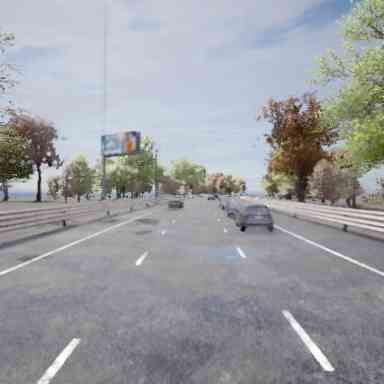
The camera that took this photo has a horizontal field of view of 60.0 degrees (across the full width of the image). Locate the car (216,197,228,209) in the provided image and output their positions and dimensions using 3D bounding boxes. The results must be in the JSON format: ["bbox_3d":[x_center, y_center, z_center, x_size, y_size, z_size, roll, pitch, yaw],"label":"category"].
[{"bbox_3d":[4.505,1.651,42.604,1.895,1.301,4.718,0,0,-1],"label":"car"}]

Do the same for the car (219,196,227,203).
[{"bbox_3d":[6.997,1.597,74.869,1.882,1.535,5.008,0,0,5],"label":"car"}]

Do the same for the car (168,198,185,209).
[{"bbox_3d":[-2.132,1.525,46.236,2.128,1.511,4.902,0,0,3],"label":"car"}]

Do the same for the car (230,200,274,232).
[{"bbox_3d":[3.734,1.456,20.589,2.033,1.649,4.856,0,0,1],"label":"car"}]

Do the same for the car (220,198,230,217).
[{"bbox_3d":[4.083,1.584,31.461,2.033,1.411,5.357,0,0,2],"label":"car"}]

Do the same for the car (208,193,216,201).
[{"bbox_3d":[5.441,1.679,93.220,1.812,1.442,4.674,0,0,7],"label":"car"}]

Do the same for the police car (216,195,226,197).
[{"bbox_3d":[5.236,1.574,53.185,2.038,1.542,4.974,0,0,4],"label":"police car"}]
